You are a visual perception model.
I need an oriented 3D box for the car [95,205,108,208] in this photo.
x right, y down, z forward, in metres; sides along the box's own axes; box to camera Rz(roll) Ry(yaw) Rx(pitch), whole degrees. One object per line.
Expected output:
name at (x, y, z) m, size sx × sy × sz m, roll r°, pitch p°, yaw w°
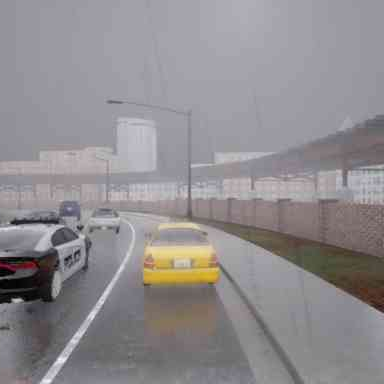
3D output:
car at (-10.611, 2.319, 38.933) m, size 1.837 × 1.490 × 4.892 m, roll 0°, pitch -1°, yaw -20°

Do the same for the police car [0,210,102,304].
police car at (-3.860, 1.471, 8.367) m, size 1.930 × 1.638 × 5.238 m, roll 0°, pitch -1°, yaw -4°

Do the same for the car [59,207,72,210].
car at (-8.794, 1.811, 19.603) m, size 2.033 × 1.411 × 5.357 m, roll 0°, pitch -1°, yaw -11°

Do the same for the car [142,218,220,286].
car at (-0.421, 1.516, 9.572) m, size 1.801 × 1.575 × 5.366 m, roll 0°, pitch -1°, yaw -5°

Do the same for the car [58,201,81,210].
car at (-13.548, 1.999, 36.838) m, size 2.150 × 2.045 × 5.566 m, roll 0°, pitch -1°, yaw -20°

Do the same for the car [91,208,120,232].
car at (-5.785, 1.927, 22.335) m, size 1.895 × 1.301 × 4.718 m, roll 0°, pitch -2°, yaw -12°
